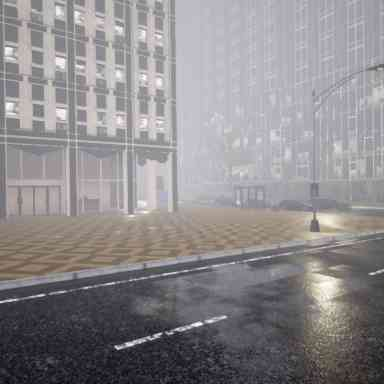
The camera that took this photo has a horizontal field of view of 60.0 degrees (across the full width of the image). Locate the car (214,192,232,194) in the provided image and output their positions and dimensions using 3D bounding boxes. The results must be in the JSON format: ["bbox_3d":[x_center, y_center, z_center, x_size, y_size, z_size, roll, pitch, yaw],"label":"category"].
[{"bbox_3d":[5.356,1.207,49.050,1.812,1.442,4.674,-1,1,-35],"label":"car"}]

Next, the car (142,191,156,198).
[{"bbox_3d":[-10.689,0.684,82.606,1.967,1.590,4.097,0,1,-34],"label":"car"}]

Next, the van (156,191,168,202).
[{"bbox_3d":[-4.714,0.936,59.125,1.690,1.788,3.998,0,1,-34],"label":"van"}]

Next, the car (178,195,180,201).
[{"bbox_3d":[-4.029,1.093,62.856,1.994,1.385,4.181,-1,1,-34],"label":"car"}]

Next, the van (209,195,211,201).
[{"bbox_3d":[5.411,0.853,59.188,1.690,1.788,3.998,-1,1,-35],"label":"van"}]

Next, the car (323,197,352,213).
[{"bbox_3d":[14.566,1.335,35.642,1.837,1.490,4.892,-1,1,-35],"label":"car"}]

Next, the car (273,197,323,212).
[{"bbox_3d":[11.279,1.422,35.638,1.947,1.339,4.313,-1,1,-35],"label":"car"}]

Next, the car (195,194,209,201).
[{"bbox_3d":[2.192,1.041,63.874,1.802,1.307,4.206,-1,1,-35],"label":"car"}]

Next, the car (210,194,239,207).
[{"bbox_3d":[4.901,1.318,45.049,1.947,1.339,4.313,-1,1,-34],"label":"car"}]

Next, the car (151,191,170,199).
[{"bbox_3d":[-7.469,0.613,77.921,2.192,1.841,5.009,0,1,-35],"label":"car"}]

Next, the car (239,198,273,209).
[{"bbox_3d":[8.073,1.386,40.333,1.802,1.307,4.206,-1,1,-34],"label":"car"}]

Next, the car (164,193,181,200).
[{"bbox_3d":[-4.248,0.934,73.242,1.802,1.307,4.206,0,1,-35],"label":"car"}]

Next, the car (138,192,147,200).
[{"bbox_3d":[-11.154,1.038,68.495,2.008,1.369,4.403,0,1,-35],"label":"car"}]
